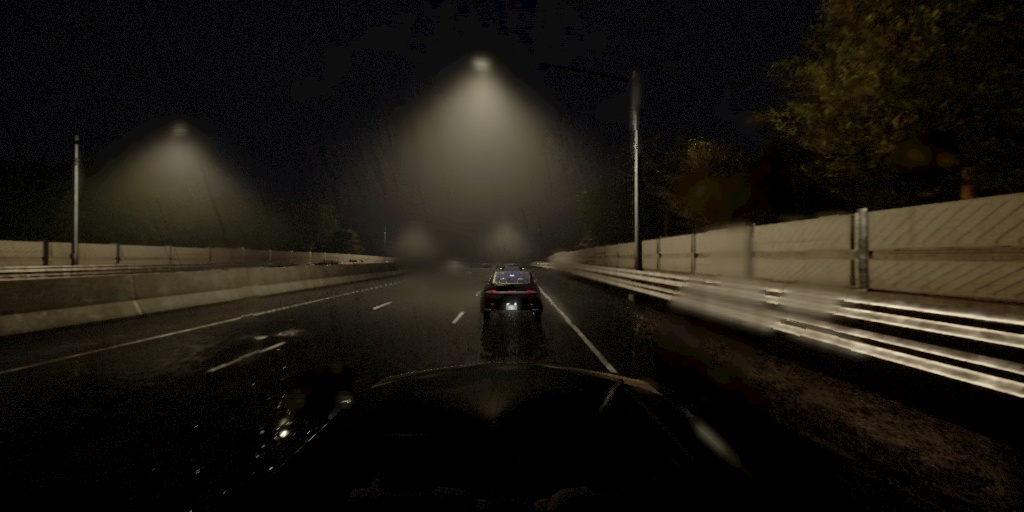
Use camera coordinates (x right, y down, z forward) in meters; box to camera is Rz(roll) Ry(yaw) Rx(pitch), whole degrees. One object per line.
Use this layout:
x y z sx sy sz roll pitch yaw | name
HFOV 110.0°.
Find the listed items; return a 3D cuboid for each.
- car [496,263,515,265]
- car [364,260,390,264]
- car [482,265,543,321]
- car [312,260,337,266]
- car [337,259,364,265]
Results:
0.007 1.369 27.300 1.994 1.385 4.181 0 0 0 | car
-17.488 1.222 47.926 1.895 1.301 4.718 0 -1 0 | car
0.003 1.249 12.564 2.128 1.511 4.902 0 0 0 | car
-24.488 1.207 47.958 2.033 1.411 5.357 0 -1 0 | car
-20.988 1.145 47.958 1.882 1.535 5.008 0 -1 0 | car
